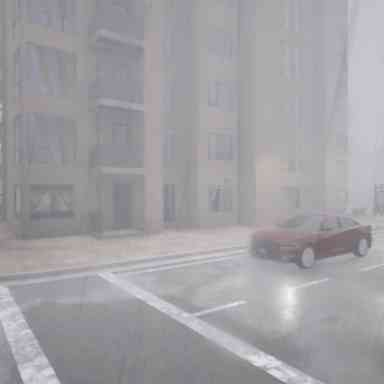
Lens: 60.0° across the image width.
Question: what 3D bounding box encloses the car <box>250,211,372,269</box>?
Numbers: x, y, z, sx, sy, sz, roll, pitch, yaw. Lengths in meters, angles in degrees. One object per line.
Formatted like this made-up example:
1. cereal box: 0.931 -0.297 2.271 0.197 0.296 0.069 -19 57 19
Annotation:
1. car: 4.118 1.451 11.228 5.008 1.535 1.882 0 0 -36
